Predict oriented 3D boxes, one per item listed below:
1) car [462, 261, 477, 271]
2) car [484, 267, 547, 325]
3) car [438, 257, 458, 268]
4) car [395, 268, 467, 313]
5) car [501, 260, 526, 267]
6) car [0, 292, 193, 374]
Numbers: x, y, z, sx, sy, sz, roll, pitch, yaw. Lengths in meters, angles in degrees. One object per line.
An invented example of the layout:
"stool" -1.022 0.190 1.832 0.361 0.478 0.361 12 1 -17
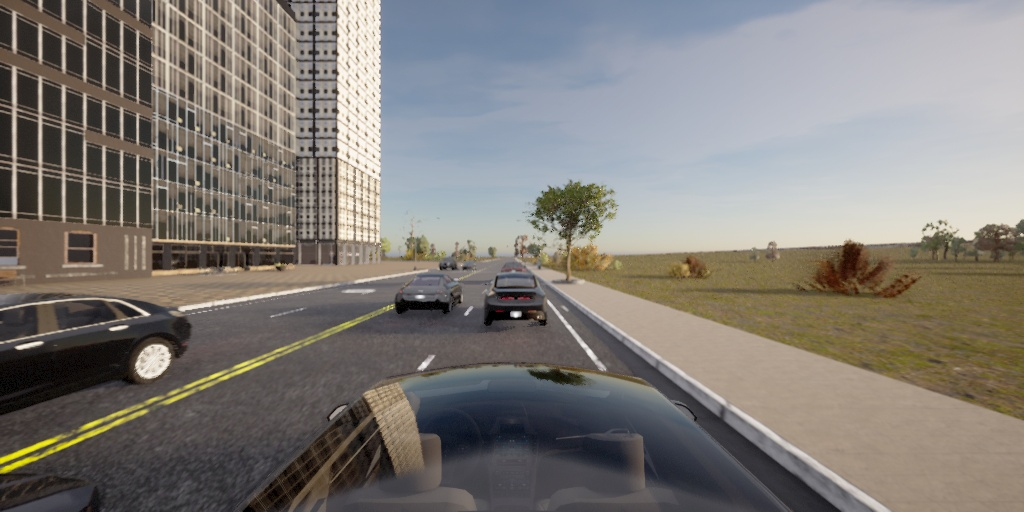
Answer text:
"car" -6.490 1.494 54.914 1.837 1.490 4.892 0 -1 1
"car" 0.110 1.303 12.059 1.837 1.490 4.892 0 0 0
"car" -9.736 1.213 55.060 2.150 2.045 5.566 0 -1 0
"car" -3.142 1.371 14.269 1.994 1.385 4.181 0 0 0
"car" 0.118 1.228 29.952 2.097 1.767 4.553 0 0 0
"car" -6.598 1.267 4.310 1.837 1.490 4.892 0 0 0
